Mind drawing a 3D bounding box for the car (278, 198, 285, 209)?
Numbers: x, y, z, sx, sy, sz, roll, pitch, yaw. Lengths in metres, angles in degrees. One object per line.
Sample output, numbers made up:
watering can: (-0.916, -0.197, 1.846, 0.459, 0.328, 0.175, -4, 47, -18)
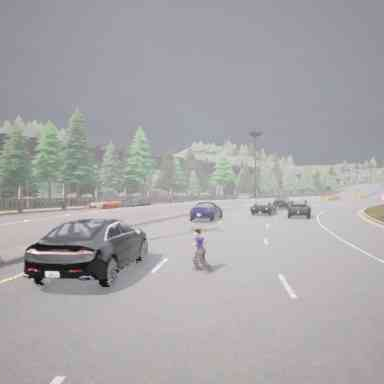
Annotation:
car: (11.699, 1.505, 42.562, 1.837, 1.490, 4.892, 0, 0, 29)

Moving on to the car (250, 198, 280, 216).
car: (7.240, 1.601, 33.240, 1.895, 1.301, 4.718, 0, 0, 22)

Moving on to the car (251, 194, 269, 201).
car: (14.649, 1.164, 71.891, 1.882, 1.535, 5.008, 0, 0, 36)

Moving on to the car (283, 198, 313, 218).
car: (9.816, 1.493, 30.167, 2.128, 1.511, 4.902, 0, 0, 21)

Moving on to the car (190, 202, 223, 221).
car: (1.204, 1.525, 26.892, 1.812, 1.442, 4.674, 0, 0, 17)

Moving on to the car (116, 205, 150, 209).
car: (-6.429, 1.505, 37.194, 1.837, 1.490, 4.892, 0, 0, 22)

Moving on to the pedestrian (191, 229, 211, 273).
pedestrian: (0.250, 1.574, 9.263, 0.375, 1.300, 0.375, 0, 0, 7)

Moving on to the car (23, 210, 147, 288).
car: (-2.612, 1.491, 9.302, 2.128, 1.511, 4.902, 0, 0, 7)
